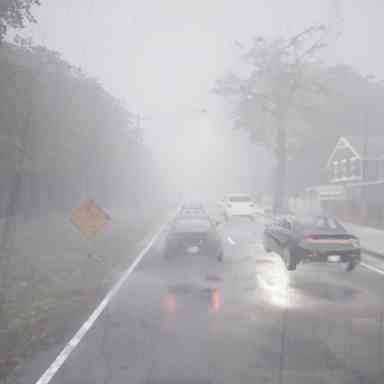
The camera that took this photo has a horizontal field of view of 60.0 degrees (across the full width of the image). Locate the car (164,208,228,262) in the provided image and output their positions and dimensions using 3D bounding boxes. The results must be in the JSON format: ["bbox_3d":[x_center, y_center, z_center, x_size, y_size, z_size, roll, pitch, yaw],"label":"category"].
[{"bbox_3d":[0.060,1.488,11.827,1.812,1.442,4.674,0,0,0],"label":"car"}]

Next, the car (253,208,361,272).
[{"bbox_3d":[3.553,1.454,10.701,2.128,1.511,4.902,0,0,1],"label":"car"}]

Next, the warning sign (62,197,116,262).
[{"bbox_3d":[-3.067,1.083,10.054,1.300,1.860,1.060,-1,-1,0],"label":"warning sign"}]

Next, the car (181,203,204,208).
[{"bbox_3d":[0.053,1.516,26.322,1.895,1.301,4.718,0,0,0],"label":"car"}]

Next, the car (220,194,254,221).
[{"bbox_3d":[3.555,1.137,26.745,2.150,2.045,5.566,0,0,0],"label":"car"}]
